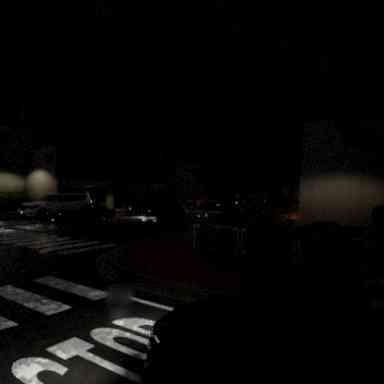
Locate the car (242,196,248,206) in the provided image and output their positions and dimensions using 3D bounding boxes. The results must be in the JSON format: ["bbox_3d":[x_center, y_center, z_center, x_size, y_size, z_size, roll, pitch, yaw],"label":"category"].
[{"bbox_3d":[8.119,1.350,50.919,1.837,1.490,4.892,0,0,36],"label":"car"}]

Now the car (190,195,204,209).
[{"bbox_3d":[1.301,1.197,41.477,2.097,1.767,4.553,0,0,36],"label":"car"}]

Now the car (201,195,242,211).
[{"bbox_3d":[3.483,1.373,38.513,1.837,1.490,4.892,0,0,36],"label":"car"}]

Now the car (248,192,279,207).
[{"bbox_3d":[10.882,1.082,48.738,2.150,2.045,5.566,1,1,37],"label":"car"}]

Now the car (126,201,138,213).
[{"bbox_3d":[-4.437,1.337,33.464,2.128,1.511,4.902,0,0,36],"label":"car"}]

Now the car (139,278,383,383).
[{"bbox_3d":[1.641,1.524,2.822,4.674,1.442,1.812,0,0,36],"label":"car"}]

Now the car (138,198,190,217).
[{"bbox_3d":[-2.493,1.433,30.171,1.994,1.385,4.181,0,0,35],"label":"car"}]

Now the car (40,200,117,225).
[{"bbox_3d":[-7.611,1.470,23.016,1.895,1.301,4.718,0,0,36],"label":"car"}]

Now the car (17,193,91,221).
[{"bbox_3d":[-10.229,1.066,25.398,2.150,2.045,5.566,0,0,36],"label":"car"}]

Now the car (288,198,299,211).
[{"bbox_3d":[12.842,1.422,39.232,1.837,1.490,4.892,0,0,36],"label":"car"}]
